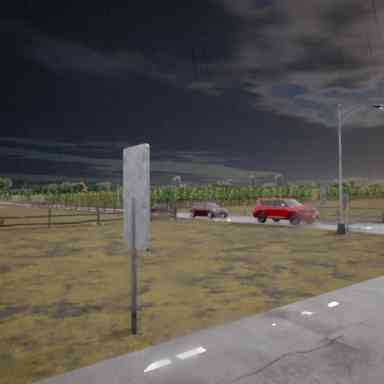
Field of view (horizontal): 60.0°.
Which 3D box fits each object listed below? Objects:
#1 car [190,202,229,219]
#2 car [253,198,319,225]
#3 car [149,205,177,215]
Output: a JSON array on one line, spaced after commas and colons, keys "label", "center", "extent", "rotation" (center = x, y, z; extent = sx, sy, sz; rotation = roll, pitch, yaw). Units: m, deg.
[{"label": "car", "center": [1.773, 1.830, 34.862], "extent": [2.097, 1.767, 4.553], "rotation": [0, -1, -36]}, {"label": "car", "center": [7.446, 1.513, 26.990], "extent": [2.150, 2.045, 5.566], "rotation": [0, -1, -36]}, {"label": "car", "center": [-3.818, 2.265, 42.617], "extent": [1.895, 1.301, 4.718], "rotation": [0, -1, -36]}]
